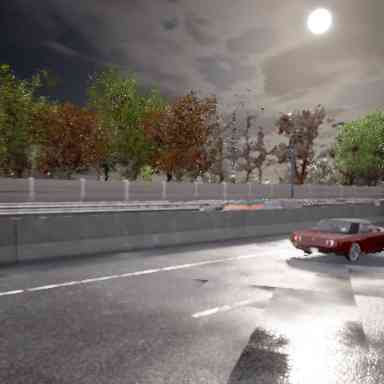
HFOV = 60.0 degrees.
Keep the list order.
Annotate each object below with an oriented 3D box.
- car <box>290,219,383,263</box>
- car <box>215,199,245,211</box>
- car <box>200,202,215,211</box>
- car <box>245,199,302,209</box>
[{"bbox_3d":[5.831,1.630,12.213,4.718,1.301,1.895,0,0,-36],"label":"car"},{"bbox_3d":[4.659,1.407,28.821,4.553,1.767,2.097,0,0,-35],"label":"car"},{"bbox_3d":[2.923,1.548,31.881,4.902,1.511,2.128,0,0,-35],"label":"car"},{"bbox_3d":[6.716,1.408,25.989,4.553,1.767,2.097,0,0,-35],"label":"car"}]
